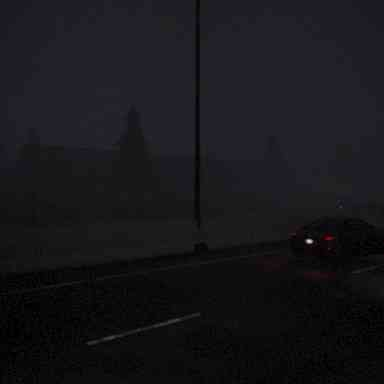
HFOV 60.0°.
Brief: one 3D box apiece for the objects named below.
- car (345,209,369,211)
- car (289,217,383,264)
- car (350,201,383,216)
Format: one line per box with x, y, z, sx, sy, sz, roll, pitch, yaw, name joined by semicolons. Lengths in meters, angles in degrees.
13.853;1.607;26.978;5.357;1.411;2.033;0;0;-36;car
5.449;1.589;12.023;4.181;1.385;1.994;0;0;-36;car
18.645;1.642;34.760;4.181;1.385;1.994;0;0;-36;car
